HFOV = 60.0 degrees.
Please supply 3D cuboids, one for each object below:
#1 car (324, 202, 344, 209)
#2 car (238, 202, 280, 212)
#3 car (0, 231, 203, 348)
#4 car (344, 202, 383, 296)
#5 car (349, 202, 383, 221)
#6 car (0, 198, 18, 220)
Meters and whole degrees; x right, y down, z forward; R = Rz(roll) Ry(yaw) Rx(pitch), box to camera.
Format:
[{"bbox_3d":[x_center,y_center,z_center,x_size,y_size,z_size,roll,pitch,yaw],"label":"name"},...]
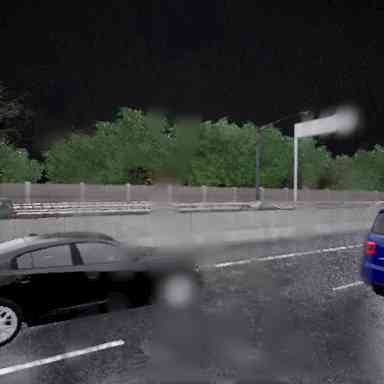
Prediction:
[{"bbox_3d":[15.836,1.800,34.626,5.008,1.535,1.882,1,-1,-33],"label":"car"},{"bbox_3d":[6.661,1.742,32.917,4.674,1.442,1.812,1,-1,-33],"label":"car"},{"bbox_3d":[-2.101,1.498,6.317,5.008,1.535,1.882,0,0,-33],"label":"car"},{"bbox_3d":[6.080,1.278,7.393,5.566,2.045,2.150,0,0,-33],"label":"car"},{"bbox_3d":[17.168,1.784,31.323,5.008,1.535,1.882,1,-1,-33],"label":"car"},{"bbox_3d":[-10.269,1.247,13.798,5.566,2.045,2.150,0,0,-33],"label":"car"}]
